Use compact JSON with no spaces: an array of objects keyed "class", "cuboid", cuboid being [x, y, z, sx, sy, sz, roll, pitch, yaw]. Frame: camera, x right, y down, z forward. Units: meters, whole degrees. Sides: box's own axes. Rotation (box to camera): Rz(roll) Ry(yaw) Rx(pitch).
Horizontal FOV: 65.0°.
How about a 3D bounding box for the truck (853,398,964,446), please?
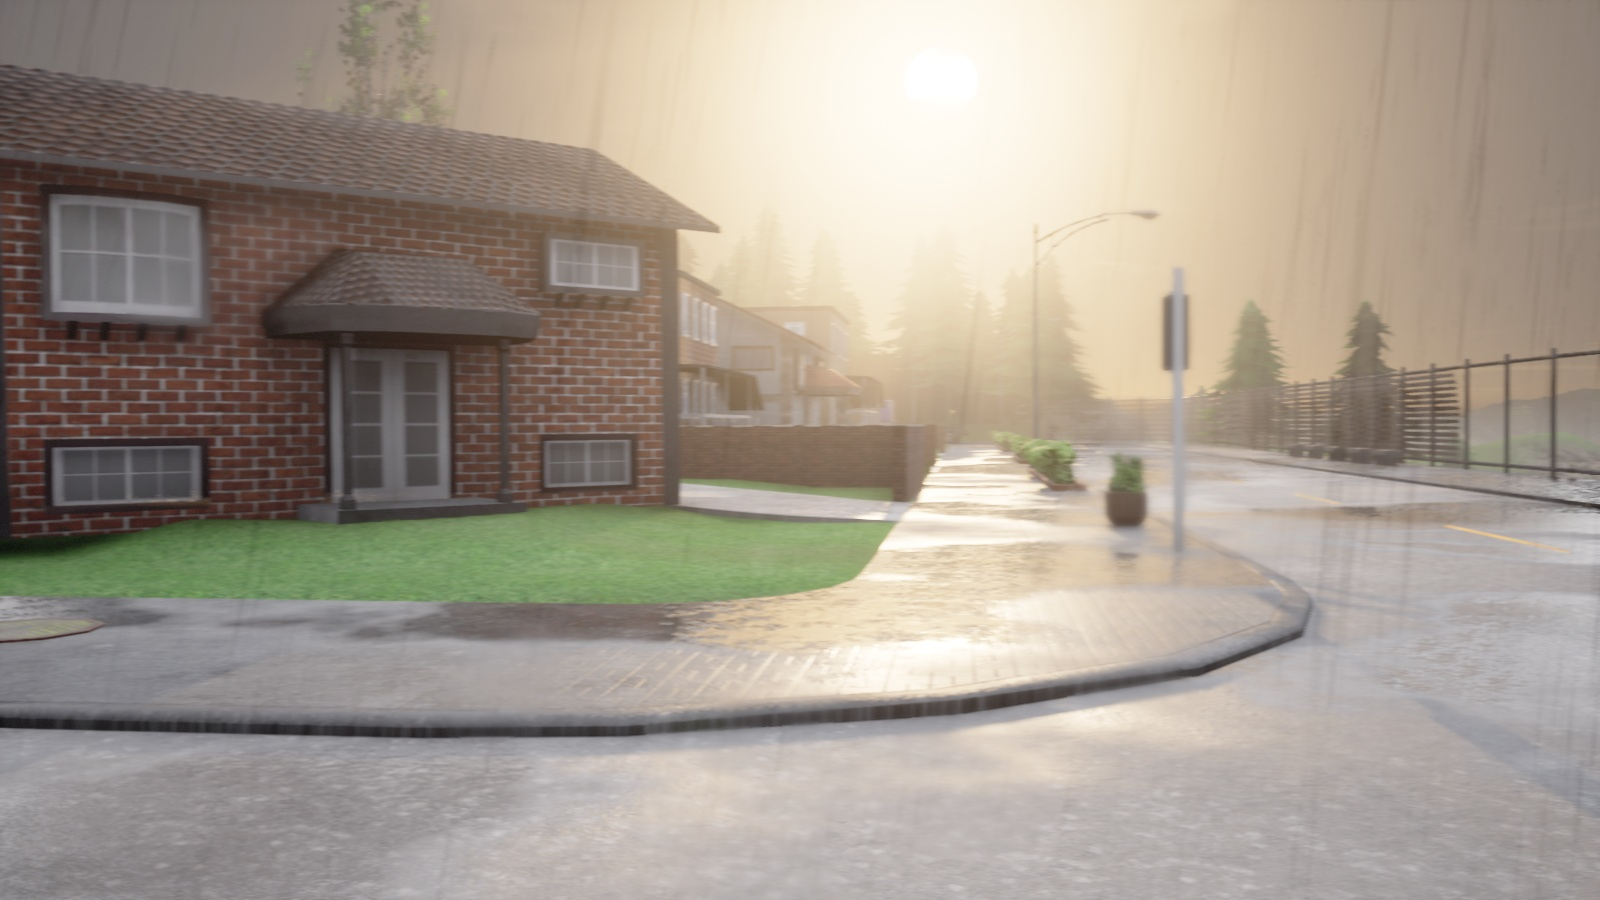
[{"class":"truck","cuboid":[8.178,-2.094,94.115,7.936,3.462,2.891,0,1,13]}]
